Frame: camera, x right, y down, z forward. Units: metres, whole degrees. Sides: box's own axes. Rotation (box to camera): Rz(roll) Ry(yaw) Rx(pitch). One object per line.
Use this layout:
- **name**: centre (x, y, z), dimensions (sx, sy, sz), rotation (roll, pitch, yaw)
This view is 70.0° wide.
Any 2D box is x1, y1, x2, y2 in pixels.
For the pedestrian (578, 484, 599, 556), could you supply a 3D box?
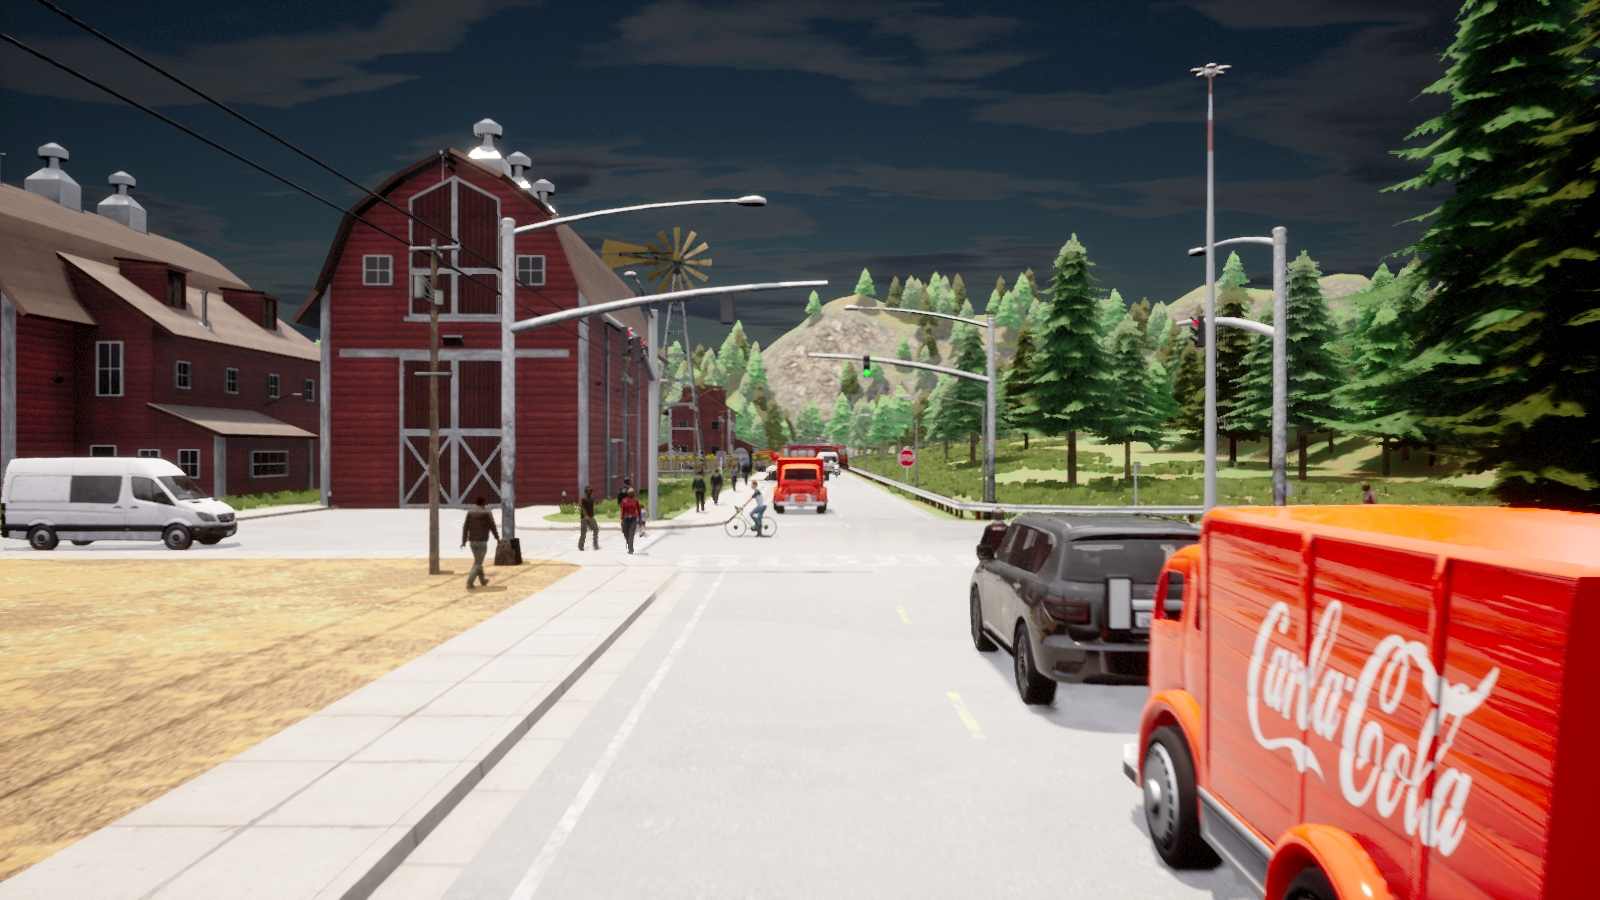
- **pedestrian**: centre (-5.562, 1.823, 30.061), dimensions (0.375, 1.860, 0.375), rotation (0, 0, 37)

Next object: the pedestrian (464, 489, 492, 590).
- **pedestrian**: centre (-6.050, 1.677, 21.477), dimensions (0.375, 1.860, 0.375), rotation (0, 0, 9)

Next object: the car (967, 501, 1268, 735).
- **car**: centre (3.535, 1.781, 14.053), dimensions (2.150, 2.045, 5.566), rotation (0, 0, 0)

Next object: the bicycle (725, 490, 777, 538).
- **bicycle**: centre (-1.552, 2.036, 36.237), dimensions (1.643, 1.496, 0.373), rotation (0, 0, -1)

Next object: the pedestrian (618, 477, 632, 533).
- **pedestrian**: centre (-5.830, 1.823, 38.083), dimensions (0.375, 1.860, 0.375), rotation (0, 0, 10)

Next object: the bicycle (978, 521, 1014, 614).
- **bicycle**: centre (3.487, 2.061, 20.439), dimensions (0.329, 1.471, 1.835), rotation (0, 0, 0)

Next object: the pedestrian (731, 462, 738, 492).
- **pedestrian**: centre (-4.140, 1.698, 71.874), dimensions (0.375, 1.860, 0.375), rotation (0, 0, 5)

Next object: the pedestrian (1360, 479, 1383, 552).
- **pedestrian**: centre (14.722, 1.671, 29.436), dimensions (0.375, 1.860, 0.375), rotation (0, 0, -2)

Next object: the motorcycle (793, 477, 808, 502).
- **motorcycle**: centre (0.031, 2.170, 62.941), dimensions (0.764, 1.277, 2.356), rotation (0, 0, 0)

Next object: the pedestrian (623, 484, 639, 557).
- **pedestrian**: centre (-4.398, 1.825, 29.700), dimensions (0.375, 1.860, 0.375), rotation (0, 0, -1)

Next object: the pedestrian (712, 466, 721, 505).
- **pedestrian**: centre (-3.966, 1.697, 54.298), dimensions (0.375, 1.860, 0.375), rotation (0, 0, -1)

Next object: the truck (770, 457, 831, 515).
- **truck**: centre (0.016, 1.569, 51.809), dimensions (2.627, 2.467, 5.204), rotation (0, 0, 0)

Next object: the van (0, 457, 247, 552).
- **van**: centre (-19.146, 1.505, 32.414), dimensions (5.915, 2.561, 1.988), rotation (0, 0, -1)

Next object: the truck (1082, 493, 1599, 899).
- **truck**: centre (3.513, 1.568, 6.273), dimensions (2.627, 2.467, 5.204), rotation (0, 0, 0)

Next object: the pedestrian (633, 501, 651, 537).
- **pedestrian**: centre (-5.064, 2.204, 36.606), dimensions (0.500, 1.100, 0.500), rotation (0, 0, 1)

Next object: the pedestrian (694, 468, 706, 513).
- **pedestrian**: centre (-4.194, 1.696, 47.932), dimensions (0.375, 1.860, 0.375), rotation (0, 0, 12)
